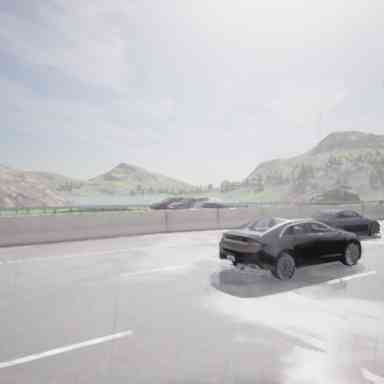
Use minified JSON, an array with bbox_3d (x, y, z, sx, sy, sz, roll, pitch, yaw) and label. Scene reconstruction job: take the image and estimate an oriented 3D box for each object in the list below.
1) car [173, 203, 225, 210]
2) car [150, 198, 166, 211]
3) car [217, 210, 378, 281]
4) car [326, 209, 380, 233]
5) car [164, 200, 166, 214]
[{"bbox_3d":[0.882,1.479,25.143,4.674,1.442,1.812,0,0,-30],"label":"car"},{"bbox_3d":[-2.211,1.284,35.468,4.553,1.767,2.097,0,0,-29],"label":"car"},{"bbox_3d":[3.029,1.475,9.827,4.902,1.511,2.128,0,0,-33],"label":"car"},{"bbox_3d":[7.380,1.539,16.546,4.181,1.385,1.994,0,0,-30],"label":"car"},{"bbox_3d":[0.000,1.547,28.706,4.718,1.301,1.895,0,0,-30],"label":"car"}]
